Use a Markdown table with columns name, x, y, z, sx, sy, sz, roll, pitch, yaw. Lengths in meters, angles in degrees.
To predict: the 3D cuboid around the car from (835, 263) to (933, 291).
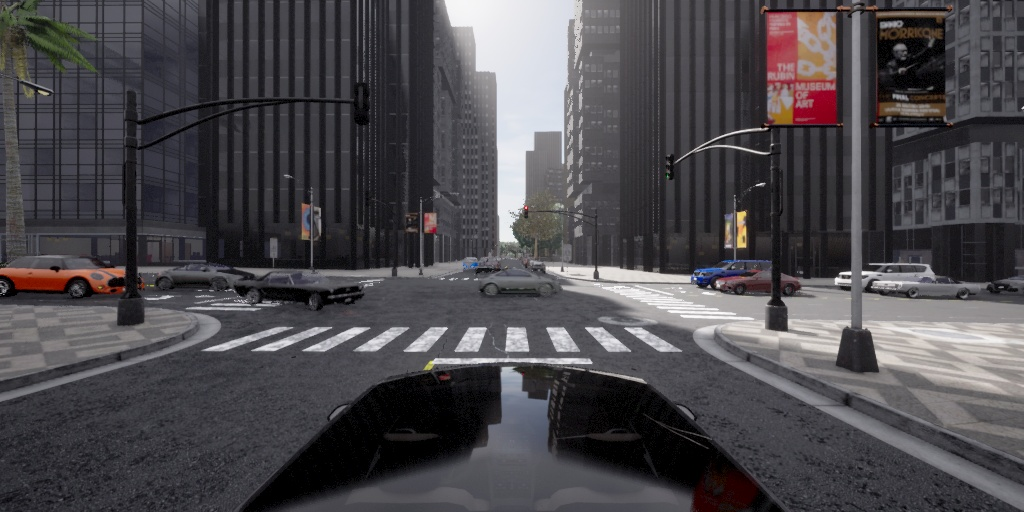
| name | x | y | z | sx | sy | sz | roll | pitch | yaw |
| --- | --- | --- | --- | --- | --- | --- | --- | --- | --- |
| car | 25.890 | 1.488 | 24.914 | 5.566 | 2.045 | 2.150 | 1 | 0 | 0 |

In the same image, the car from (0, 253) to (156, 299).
| name | x | y | z | sx | sy | sz | roll | pitch | yaw |
| --- | --- | --- | --- | --- | --- | --- | --- | --- | --- |
| car | -18.483 | 0.792 | 15.152 | 4.553 | 1.767 | 2.097 | 1 | 0 | 0 |

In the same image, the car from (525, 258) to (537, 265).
| name | x | y | z | sx | sy | sz | roll | pitch | yaw |
| --- | --- | --- | --- | --- | --- | --- | --- | --- | --- |
| car | 3.050 | 1.286 | 47.467 | 1.751 | 1.417 | 4.829 | 0 | 0 | 1 |

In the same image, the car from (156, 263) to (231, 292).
| name | x | y | z | sx | sy | sz | roll | pitch | yaw |
| --- | --- | --- | --- | --- | --- | --- | --- | --- | --- |
| car | -15.556 | 1.062 | 18.448 | 4.181 | 1.385 | 1.994 | 1 | 0 | -1 |

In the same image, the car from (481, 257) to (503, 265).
| name | x | y | z | sx | sy | sz | roll | pitch | yaw |
| --- | --- | --- | --- | --- | --- | --- | --- | --- | --- |
| car | -2.783 | 1.113 | 49.283 | 2.097 | 1.767 | 4.553 | 0 | 0 | 1 |

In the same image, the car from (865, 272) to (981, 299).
| name | x | y | z | sx | sy | sz | roll | pitch | yaw |
| --- | --- | --- | --- | --- | --- | --- | --- | --- | --- |
| car | 24.827 | 1.841 | 21.670 | 4.718 | 1.301 | 1.895 | 1 | 0 | 0 |

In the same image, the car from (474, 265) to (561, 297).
| name | x | y | z | sx | sy | sz | roll | pitch | yaw |
| --- | --- | --- | --- | --- | --- | --- | --- | --- | --- |
| car | 0.387 | 1.327 | 18.323 | 4.181 | 1.385 | 1.994 | 0 | 0 | 0 |

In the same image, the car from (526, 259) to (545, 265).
| name | x | y | z | sx | sy | sz | roll | pitch | yaw |
| --- | --- | --- | --- | --- | --- | --- | --- | --- | --- |
| car | 2.993 | 1.309 | 41.784 | 2.007 | 1.370 | 4.403 | 0 | 0 | 1 |

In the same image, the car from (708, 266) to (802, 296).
| name | x | y | z | sx | sy | sz | roll | pitch | yaw |
| --- | --- | --- | --- | --- | --- | --- | --- | --- | --- |
| car | 14.846 | 1.579 | 21.713 | 4.674 | 1.442 | 1.812 | 1 | 0 | 0 |

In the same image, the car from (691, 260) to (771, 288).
| name | x | y | z | sx | sy | sz | roll | pitch | yaw |
| --- | --- | --- | --- | --- | --- | --- | --- | --- | --- |
| car | 15.533 | 1.294 | 24.954 | 5.566 | 2.045 | 2.150 | 1 | 0 | 0 |

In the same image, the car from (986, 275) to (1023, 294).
| name | x | y | z | sx | sy | sz | roll | pitch | yaw |
| --- | --- | --- | --- | --- | --- | --- | --- | --- | --- |
| car | 35.931 | 2.022 | 24.862 | 4.181 | 1.385 | 1.994 | 1 | 0 | 0 |

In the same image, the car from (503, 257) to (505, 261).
| name | x | y | z | sx | sy | sz | roll | pitch | yaw |
| --- | --- | --- | --- | --- | --- | --- | --- | --- | --- |
| car | -2.674 | 1.270 | 59.533 | 1.837 | 1.490 | 4.892 | 0 | 0 | 1 |

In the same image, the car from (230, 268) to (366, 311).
| name | x | y | z | sx | sy | sz | roll | pitch | yaw |
| --- | --- | --- | --- | --- | --- | --- | --- | --- | --- |
| car | -8.123 | 1.244 | 13.876 | 4.718 | 1.301 | 1.895 | 2 | 1 | 18 |

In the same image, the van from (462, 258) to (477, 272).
| name | x | y | z | sx | sy | sz | roll | pitch | yaw |
| --- | --- | --- | --- | --- | --- | --- | --- | --- | --- |
| van | -5.476 | 1.101 | 47.380 | 1.690 | 1.789 | 3.998 | 0 | 0 | 1 |

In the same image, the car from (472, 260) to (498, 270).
| name | x | y | z | sx | sy | sz | roll | pitch | yaw |
| --- | --- | --- | --- | --- | --- | --- | --- | --- | --- |
| car | -2.890 | 1.358 | 39.000 | 1.895 | 1.301 | 4.718 | 0 | 0 | 1 |

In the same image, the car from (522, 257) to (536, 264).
| name | x | y | z | sx | sy | sz | roll | pitch | yaw |
| --- | --- | --- | --- | --- | --- | --- | --- | --- | --- |
| car | 3.160 | 1.079 | 58.322 | 2.192 | 1.841 | 5.009 | 0 | 0 | 1 |

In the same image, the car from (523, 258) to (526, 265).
| name | x | y | z | sx | sy | sz | roll | pitch | yaw |
| --- | --- | --- | --- | --- | --- | --- | --- | --- | --- |
| car | 3.104 | 1.313 | 52.809 | 2.007 | 1.370 | 4.403 | 0 | 0 | 1 |
